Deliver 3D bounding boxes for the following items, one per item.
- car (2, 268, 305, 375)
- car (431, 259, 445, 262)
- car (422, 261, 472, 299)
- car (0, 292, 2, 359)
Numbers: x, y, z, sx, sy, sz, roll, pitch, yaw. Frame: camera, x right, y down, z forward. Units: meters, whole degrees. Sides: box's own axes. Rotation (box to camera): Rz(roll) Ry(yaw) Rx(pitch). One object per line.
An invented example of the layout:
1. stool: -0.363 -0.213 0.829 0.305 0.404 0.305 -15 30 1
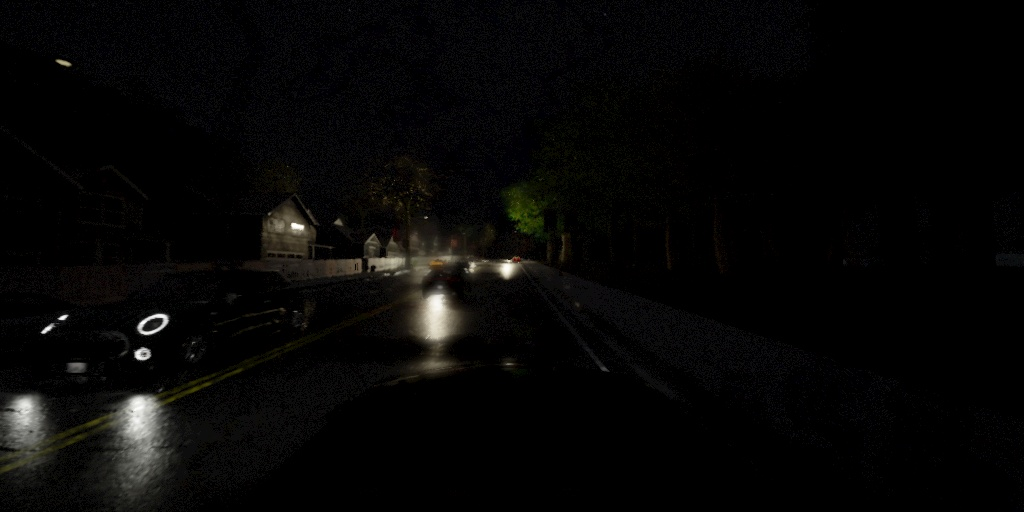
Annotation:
1. car: -6.600 1.099 7.679 2.097 1.767 4.553 0 0 0
2. car: -9.824 1.121 48.528 1.882 1.535 5.008 0 0 0
3. car: -3.152 1.219 18.198 1.882 1.535 5.008 0 0 0
4. car: -9.852 1.349 6.153 1.895 1.301 4.718 0 0 0
